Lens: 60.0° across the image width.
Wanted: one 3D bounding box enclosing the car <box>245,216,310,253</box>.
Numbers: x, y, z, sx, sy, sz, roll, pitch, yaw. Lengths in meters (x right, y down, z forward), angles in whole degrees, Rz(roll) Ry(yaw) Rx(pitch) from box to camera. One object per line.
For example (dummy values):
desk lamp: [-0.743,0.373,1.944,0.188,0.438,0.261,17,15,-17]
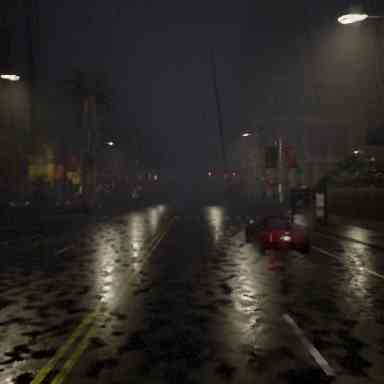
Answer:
car: [3.496,1.699,14.274,1.994,1.385,4.181,0,0,0]
